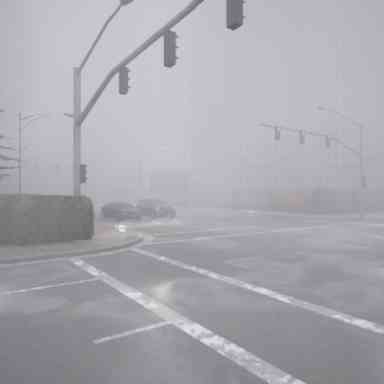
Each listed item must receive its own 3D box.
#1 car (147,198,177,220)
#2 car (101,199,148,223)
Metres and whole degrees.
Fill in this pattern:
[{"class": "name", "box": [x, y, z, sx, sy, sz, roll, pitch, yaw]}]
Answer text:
[{"class": "car", "box": [-3.191, 1.356, 28.715, 2.097, 1.767, 4.553, 0, 0, -35]}, {"class": "car", "box": [-5.587, 1.508, 26.035, 1.837, 1.490, 4.892, 0, 0, -35]}]
